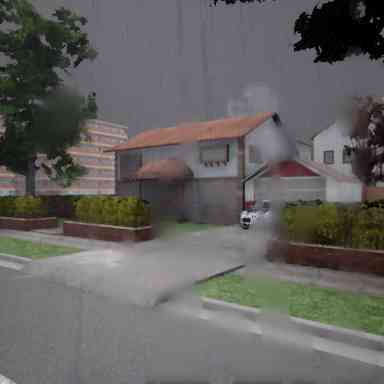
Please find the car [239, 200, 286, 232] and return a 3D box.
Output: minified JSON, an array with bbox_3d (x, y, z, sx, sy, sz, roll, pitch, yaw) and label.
[{"bbox_3d":[4.066,1.168,17.411,1.970,1.475,3.806,0,0,36],"label":"car"}]
